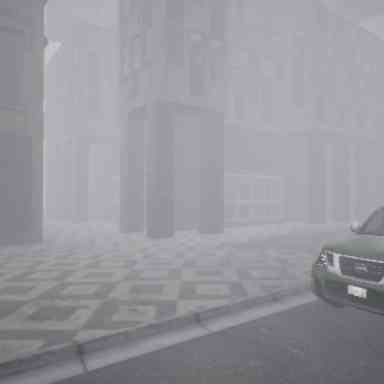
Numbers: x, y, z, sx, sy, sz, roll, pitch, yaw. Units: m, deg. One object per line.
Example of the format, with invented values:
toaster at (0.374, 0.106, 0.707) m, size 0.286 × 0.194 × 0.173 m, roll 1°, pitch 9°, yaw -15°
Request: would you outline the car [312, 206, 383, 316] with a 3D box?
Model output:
car at (4.852, 1.229, 6.838) m, size 5.566 × 2.045 × 2.150 m, roll 0°, pitch 0°, yaw -35°
